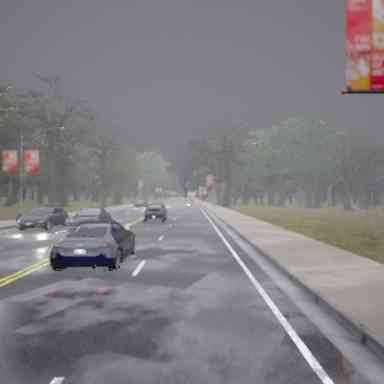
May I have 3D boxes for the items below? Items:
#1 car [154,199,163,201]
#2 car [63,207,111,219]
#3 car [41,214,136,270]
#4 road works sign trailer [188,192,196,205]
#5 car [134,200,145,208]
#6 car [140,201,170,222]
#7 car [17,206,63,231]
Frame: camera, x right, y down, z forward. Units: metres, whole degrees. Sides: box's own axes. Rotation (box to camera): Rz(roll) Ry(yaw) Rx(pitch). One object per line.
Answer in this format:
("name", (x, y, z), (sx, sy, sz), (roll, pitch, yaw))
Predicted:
("car", (-6.513, 2.139, 63.908), (2.097, 1.767, 4.553), (0, -1, 0))
("car", (-6.600, 1.752, 22.131), (1.812, 1.442, 4.674), (0, -1, 0))
("car", (-3.152, 1.667, 11.374), (1.994, 1.385, 4.181), (0, -1, 0))
("road works sign trailer", (-0.030, 1.675, 91.441), (2.380, 3.560, 2.880), (0, -1, 0))
("car", (-9.762, 2.261, 63.778), (1.882, 1.535, 5.008), (0, -1, 0))
("car", (-3.150, 1.829, 29.879), (1.837, 1.490, 4.892), (0, -1, 0))
("car", (-9.849, 1.735, 22.418), (1.837, 1.490, 4.892), (0, -1, 0))
